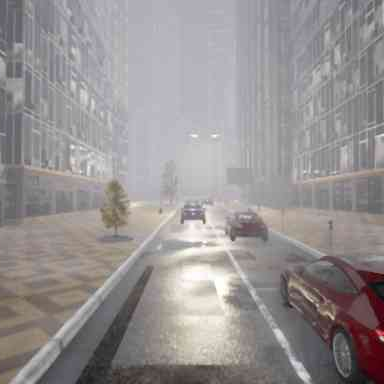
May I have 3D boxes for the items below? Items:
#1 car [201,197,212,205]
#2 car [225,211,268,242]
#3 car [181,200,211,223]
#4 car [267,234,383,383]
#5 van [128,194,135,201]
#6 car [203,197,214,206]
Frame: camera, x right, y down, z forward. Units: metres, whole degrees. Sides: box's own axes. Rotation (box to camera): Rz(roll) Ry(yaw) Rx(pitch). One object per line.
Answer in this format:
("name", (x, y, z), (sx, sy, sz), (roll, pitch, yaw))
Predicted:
("car", (2.552, 1.647, 60.752), (1.802, 1.307, 4.206), (1, 0, 0))
("car", (2.570, 1.591, 16.212), (1.802, 1.307, 4.206), (1, 0, 0))
("car", (0.089, 1.564, 25.445), (2.033, 1.411, 5.357), (0, 0, 0))
("car", (2.575, 1.584, 5.078), (1.802, 1.307, 4.206), (1, 0, 0))
("van", (-17.865, 1.532, 87.719), (3.998, 1.788, 1.690), (0, -1, 14))
("car", (2.557, 1.496, 55.186), (1.967, 1.590, 4.097), (1, 0, 0))
